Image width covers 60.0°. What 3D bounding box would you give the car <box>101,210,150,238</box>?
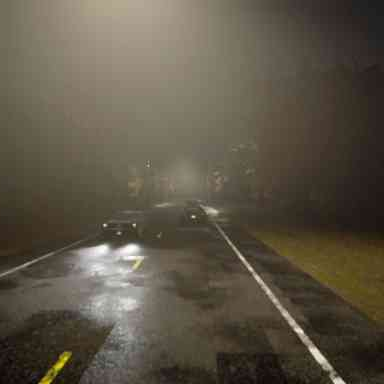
[{"bbox_3d":[-3.507,1.695,18.267,1.895,1.301,4.718,0,0,0],"label":"car"}]

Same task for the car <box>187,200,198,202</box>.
[{"bbox_3d":[0.089,1.860,50.194,1.895,1.301,4.718,0,0,0],"label":"car"}]

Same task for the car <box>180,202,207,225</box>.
[{"bbox_3d":[0.094,1.694,25.168,1.994,1.385,4.181,0,0,0],"label":"car"}]
